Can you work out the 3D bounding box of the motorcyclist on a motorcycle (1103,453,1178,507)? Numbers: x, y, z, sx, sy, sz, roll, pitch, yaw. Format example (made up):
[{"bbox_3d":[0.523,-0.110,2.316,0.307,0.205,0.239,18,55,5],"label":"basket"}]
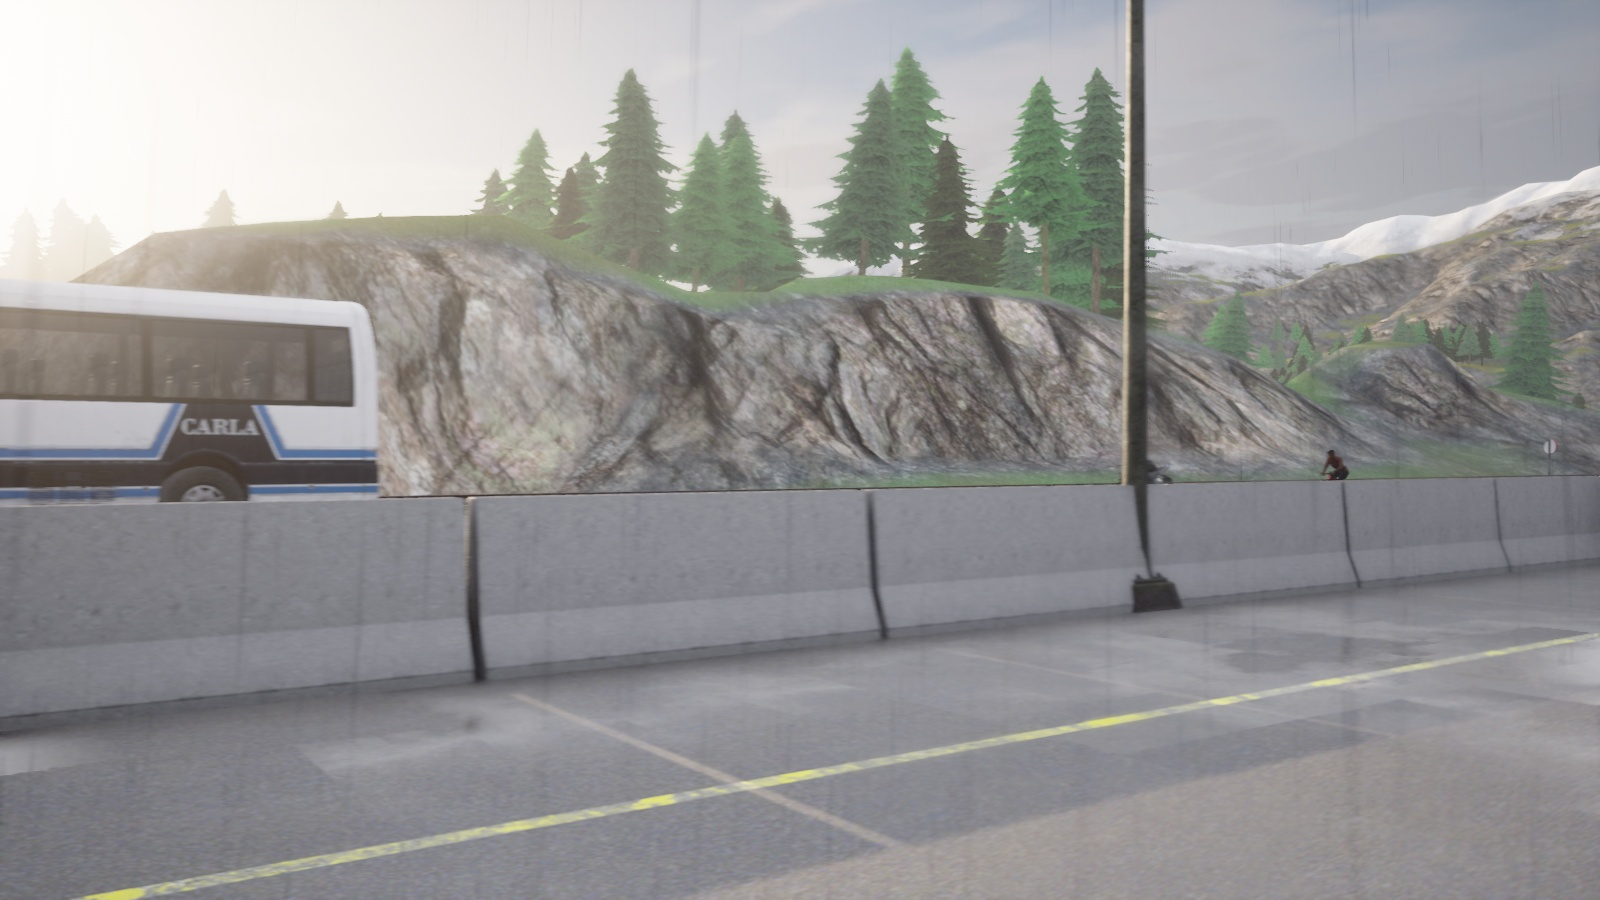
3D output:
[{"bbox_3d":[9.775,0.847,36.048,2.191,1.530,0.866,0,0,-35],"label":"motorcyclist on a motorcycle"}]

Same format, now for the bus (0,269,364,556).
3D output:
[{"bbox_3d":[-12.845,-0.555,20.310,10.273,4.253,3.944,0,0,-35],"label":"bus"}]
